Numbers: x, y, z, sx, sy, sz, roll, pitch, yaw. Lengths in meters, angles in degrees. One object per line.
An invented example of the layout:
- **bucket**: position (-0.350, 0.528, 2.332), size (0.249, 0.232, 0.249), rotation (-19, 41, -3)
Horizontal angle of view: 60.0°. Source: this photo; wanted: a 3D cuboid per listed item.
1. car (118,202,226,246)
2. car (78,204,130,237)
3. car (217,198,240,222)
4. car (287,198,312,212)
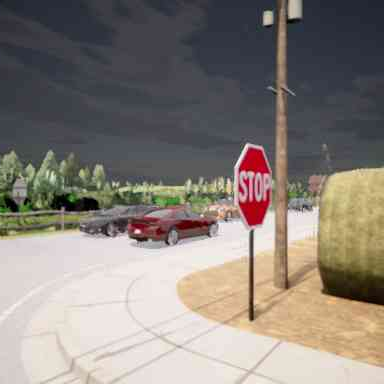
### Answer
- **car**: position (-0.685, 1.407, 15.046), size (1.882, 1.535, 5.008), rotation (0, 0, 36)
- **car**: position (-3.583, 1.420, 17.567), size (1.837, 1.490, 4.892), rotation (0, 0, 38)
- **car**: position (2.721, 1.269, 25.549), size (2.097, 1.767, 4.553), rotation (0, 0, 38)
- **car**: position (11.864, 1.425, 37.104), size (1.837, 1.490, 4.892), rotation (0, 0, 39)
